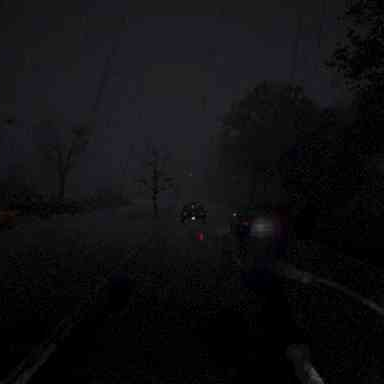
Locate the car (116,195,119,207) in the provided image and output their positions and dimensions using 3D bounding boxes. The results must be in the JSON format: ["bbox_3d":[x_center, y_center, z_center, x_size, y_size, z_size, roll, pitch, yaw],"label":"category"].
[{"bbox_3d":[-13.952,1.668,48.620,5.366,1.575,1.946,-1,0,-20],"label":"car"}]

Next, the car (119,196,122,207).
[{"bbox_3d":[-13.762,1.733,51.686,4.674,1.452,2.002,-1,0,-20],"label":"car"}]

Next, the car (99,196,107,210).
[{"bbox_3d":[-13.813,1.651,42.666,4.792,1.488,2.163,-1,0,-20],"label":"car"}]

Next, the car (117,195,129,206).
[{"bbox_3d":[-13.783,1.466,54.685,5.566,2.045,2.435,-1,0,-20],"label":"car"}]

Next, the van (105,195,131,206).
[{"bbox_3d":[-13.594,1.539,60.757,4.442,1.987,1.878,-1,-1,-19],"label":"van"}]

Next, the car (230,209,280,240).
[{"bbox_3d":[3.104,1.575,17.038,1.994,1.385,4.181,0,0,0],"label":"car"}]

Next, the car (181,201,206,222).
[{"bbox_3d":[0.106,1.635,26.576,1.895,1.301,4.718,0,0,0],"label":"car"}]

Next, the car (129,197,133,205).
[{"bbox_3d":[-13.710,1.490,57.721,5.566,2.045,2.435,-1,-1,-20],"label":"car"}]

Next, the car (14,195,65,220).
[{"bbox_3d":[-13.828,1.280,27.661,5.566,2.045,2.435,-1,0,-20],"label":"car"}]

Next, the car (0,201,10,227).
[{"bbox_3d":[-13.634,1.501,18.743,5.366,1.575,1.946,-1,0,-20],"label":"car"}]

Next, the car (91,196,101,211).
[{"bbox_3d":[-13.798,1.601,39.682,4.892,1.521,2.231,-1,-1,-20],"label":"car"}]

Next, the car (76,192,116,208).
[{"bbox_3d":[-13.813,1.394,45.672,5.566,2.045,2.435,-1,0,-20],"label":"car"}]

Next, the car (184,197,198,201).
[{"bbox_3d":[0.111,1.656,42.915,1.812,1.442,4.674,0,0,0],"label":"car"}]

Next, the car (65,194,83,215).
[{"bbox_3d":[-13.766,1.434,33.687,4.553,1.767,2.185,-1,0,-20],"label":"car"}]

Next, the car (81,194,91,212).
[{"bbox_3d":[-13.826,1.454,36.673,4.553,1.767,2.185,-1,-1,-20],"label":"car"}]

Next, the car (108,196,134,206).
[{"bbox_3d":[-13.619,1.664,63.734,4.553,1.767,2.185,-1,0,-19],"label":"car"}]

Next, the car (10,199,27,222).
[{"bbox_3d":[-13.979,1.512,21.609,5.366,1.575,1.946,-1,0,-20],"label":"car"}]
